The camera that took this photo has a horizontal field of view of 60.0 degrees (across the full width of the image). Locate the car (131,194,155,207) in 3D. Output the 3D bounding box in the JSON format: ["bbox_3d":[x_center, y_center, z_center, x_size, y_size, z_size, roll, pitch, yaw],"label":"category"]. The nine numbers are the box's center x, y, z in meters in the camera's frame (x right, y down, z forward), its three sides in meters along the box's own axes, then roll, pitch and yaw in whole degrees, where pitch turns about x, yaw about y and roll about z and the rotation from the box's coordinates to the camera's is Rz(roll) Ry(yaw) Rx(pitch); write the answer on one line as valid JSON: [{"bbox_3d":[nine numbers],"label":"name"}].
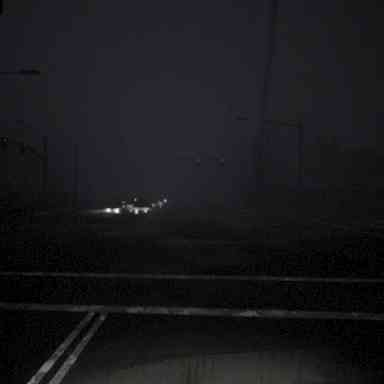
[{"bbox_3d":[-6.789,1.416,46.679,1.994,1.385,4.181,0,1,1],"label":"car"}]

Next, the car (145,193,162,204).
[{"bbox_3d":[-6.719,1.287,55.909,2.033,1.411,5.357,0,1,0],"label":"car"}]

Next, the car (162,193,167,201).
[{"bbox_3d":[-6.667,1.189,65.487,1.895,1.301,4.718,0,1,0],"label":"car"}]

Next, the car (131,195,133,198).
[{"bbox_3d":[-10.221,1.239,55.491,2.128,1.511,4.902,0,1,0],"label":"car"}]

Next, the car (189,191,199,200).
[{"bbox_3d":[0.376,0.686,72.049,2.150,2.045,5.566,0,1,0],"label":"car"}]

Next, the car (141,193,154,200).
[{"bbox_3d":[-10.113,0.924,75.839,2.033,1.411,5.357,0,1,0],"label":"car"}]

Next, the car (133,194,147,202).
[{"bbox_3d":[-10.168,1.157,65.220,1.994,1.385,4.181,0,1,0],"label":"car"}]

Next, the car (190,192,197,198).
[{"bbox_3d":[0.449,0.657,87.899,1.812,1.442,4.674,0,1,0],"label":"car"}]

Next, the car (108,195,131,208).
[{"bbox_3d":[-10.293,1.354,46.075,2.128,1.511,4.902,0,1,1],"label":"car"}]
